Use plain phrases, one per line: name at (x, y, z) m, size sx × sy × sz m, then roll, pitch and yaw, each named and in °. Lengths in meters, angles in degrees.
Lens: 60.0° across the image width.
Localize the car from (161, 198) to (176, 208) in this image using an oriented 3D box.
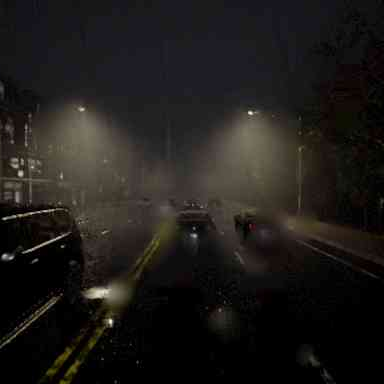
car at (-3.313, 1.550, 48.183) m, size 2.033 × 1.411 × 5.357 m, roll 0°, pitch 0°, yaw 0°

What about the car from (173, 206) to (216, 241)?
car at (0.102, 1.603, 16.629) m, size 1.895 × 1.301 × 4.718 m, roll 0°, pitch 0°, yaw 0°

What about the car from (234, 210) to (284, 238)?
car at (3.351, 1.603, 17.640) m, size 1.895 × 1.301 × 4.718 m, roll 0°, pitch 0°, yaw 0°

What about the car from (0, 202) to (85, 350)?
car at (-3.351, 1.222, 4.955) m, size 2.150 × 2.045 × 5.566 m, roll 0°, pitch 0°, yaw 0°

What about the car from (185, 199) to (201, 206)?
car at (0.105, 1.551, 41.509) m, size 2.033 × 1.411 × 5.357 m, roll 0°, pitch 0°, yaw 0°

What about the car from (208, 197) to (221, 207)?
car at (3.354, 1.495, 50.060) m, size 2.128 × 1.511 × 4.902 m, roll 0°, pitch 0°, yaw 0°

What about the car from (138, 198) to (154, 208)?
car at (-6.562, 1.528, 47.878) m, size 1.812 × 1.442 × 4.674 m, roll 0°, pitch 0°, yaw 0°
